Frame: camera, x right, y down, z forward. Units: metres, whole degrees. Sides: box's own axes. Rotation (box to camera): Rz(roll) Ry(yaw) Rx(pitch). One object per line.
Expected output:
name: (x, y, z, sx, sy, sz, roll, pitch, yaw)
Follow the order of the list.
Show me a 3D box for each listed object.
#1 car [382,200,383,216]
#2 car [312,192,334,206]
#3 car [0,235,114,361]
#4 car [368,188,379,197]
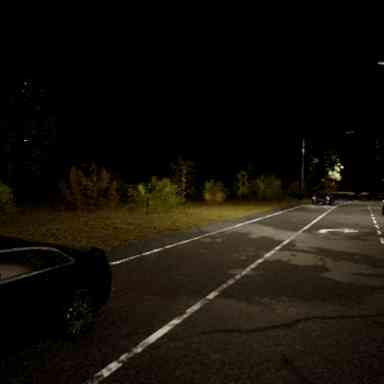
car: (15.935, 1.084, 25.610, 2.097, 1.767, 4.553, 2, 1, 27)
car: (16.423, 0.749, 41.573, 2.097, 1.767, 4.553, 2, 2, 29)
car: (-3.004, 1.351, 3.861, 2.128, 1.511, 4.902, 2, 1, 27)
car: (43.811, 0.334, 80.311, 2.097, 1.767, 4.553, 2, 1, 27)
